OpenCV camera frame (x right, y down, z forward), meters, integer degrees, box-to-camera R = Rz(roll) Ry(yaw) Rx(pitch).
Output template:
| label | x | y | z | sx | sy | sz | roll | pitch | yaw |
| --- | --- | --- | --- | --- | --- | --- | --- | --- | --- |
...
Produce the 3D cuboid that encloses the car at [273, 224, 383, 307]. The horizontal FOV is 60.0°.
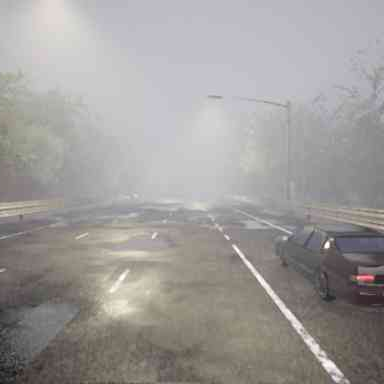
| label | x | y | z | sx | sy | sz | roll | pitch | yaw |
| --- | --- | --- | --- | --- | --- | --- | --- | --- | --- |
| car | 3.491 | 1.494 | 8.092 | 2.033 | 1.411 | 5.357 | 0 | 0 | -1 |
